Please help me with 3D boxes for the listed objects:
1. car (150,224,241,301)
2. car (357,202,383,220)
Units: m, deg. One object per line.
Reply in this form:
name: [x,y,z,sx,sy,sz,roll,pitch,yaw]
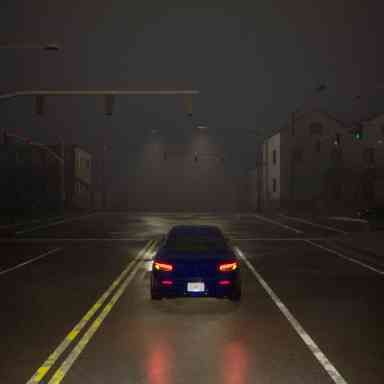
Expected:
car: [0.087,1.526,8.219,1.812,1.442,4.674,0,0,0]
car: [16.370,1.526,27.970,4.674,1.442,1.812,0,0,-1]
